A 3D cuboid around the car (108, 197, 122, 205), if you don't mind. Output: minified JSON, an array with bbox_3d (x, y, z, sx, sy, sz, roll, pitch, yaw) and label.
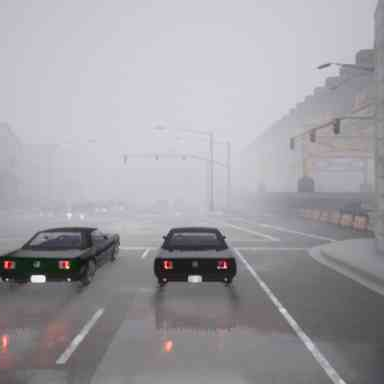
[{"bbox_3d":[-16.550,1.967,71.616,1.882,1.535,5.008,0,0,1],"label":"car"}]

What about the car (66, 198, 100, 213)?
[{"bbox_3d":[-13.874,1.769,42.591,1.882,1.535,5.008,0,0,2],"label":"car"}]

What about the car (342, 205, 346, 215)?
[{"bbox_3d":[13.938,1.618,24.046,2.038,1.542,4.974,0,0,-35],"label":"car"}]

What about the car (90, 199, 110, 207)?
[{"bbox_3d":[-16.854,1.965,61.167,2.033,1.411,5.357,0,0,2],"label":"car"}]

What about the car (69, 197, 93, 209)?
[{"bbox_3d":[-17.142,1.705,51.589,2.097,1.767,4.553,0,0,2],"label":"car"}]

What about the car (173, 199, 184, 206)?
[{"bbox_3d":[-2.658,2.023,67.194,1.994,1.385,4.181,0,0,1],"label":"car"}]

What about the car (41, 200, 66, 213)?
[{"bbox_3d":[-17.379,1.781,42.388,2.128,1.511,4.902,0,0,2],"label":"car"}]

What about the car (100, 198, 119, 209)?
[{"bbox_3d":[-13.619,1.906,52.414,2.033,1.411,5.357,0,0,2],"label":"car"}]

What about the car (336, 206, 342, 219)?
[{"bbox_3d":[14.043,1.649,28.653,4.974,1.542,2.038,0,-1,-45],"label":"car"}]

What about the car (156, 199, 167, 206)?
[{"bbox_3d":[-6.156,2.024,67.282,1.994,1.385,4.181,0,0,1],"label":"car"}]

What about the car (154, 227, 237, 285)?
[{"bbox_3d":[0.068,1.668,9.652,1.895,1.301,4.718,0,0,0],"label":"car"}]

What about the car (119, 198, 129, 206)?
[{"bbox_3d":[-13.305,2.029,62.717,1.895,1.301,4.718,0,0,2],"label":"car"}]

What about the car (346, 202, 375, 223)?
[{"bbox_3d":[13.968,1.460,24.005,1.853,1.218,4.536,0,0,-35],"label":"car"}]

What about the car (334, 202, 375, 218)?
[{"bbox_3d":[14.080,1.492,28.691,4.536,1.218,1.853,0,-1,-45],"label":"car"}]

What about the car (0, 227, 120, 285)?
[{"bbox_3d":[-3.432,1.668,9.657,1.895,1.301,4.718,0,0,0],"label":"car"}]
